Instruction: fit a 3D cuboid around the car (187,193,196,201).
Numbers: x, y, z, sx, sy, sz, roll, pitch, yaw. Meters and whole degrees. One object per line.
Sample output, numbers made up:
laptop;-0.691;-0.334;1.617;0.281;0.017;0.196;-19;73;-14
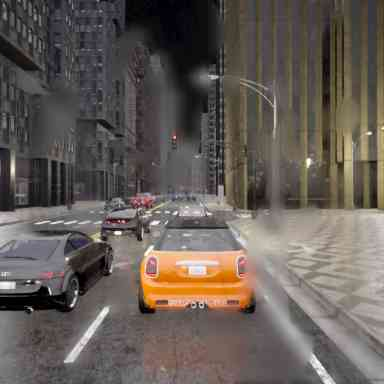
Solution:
car;-0.089;1.337;74.331;1.812;1.442;4.674;0;0;0

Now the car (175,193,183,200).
car;-3.352;1.118;84.332;1.837;1.490;4.892;0;0;0

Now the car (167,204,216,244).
car;0.012;1.479;16.788;2.128;1.511;4.902;0;0;1

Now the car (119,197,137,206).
car;-9.910;1.465;51.863;1.994;1.385;4.181;0;0;-1

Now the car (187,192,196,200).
car;-0.101;0.973;84.305;2.097;1.767;4.553;0;0;0

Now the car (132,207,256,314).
car;0.095;1.349;7.781;2.097;1.767;4.553;0;0;0

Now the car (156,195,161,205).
car;-6.651;1.415;55.458;1.812;1.442;4.674;0;0;0

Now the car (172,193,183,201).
car;-3.339;1.168;74.296;2.097;1.767;4.553;0;0;0

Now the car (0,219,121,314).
car;-3.165;1.561;7.684;1.994;1.385;4.181;0;0;0

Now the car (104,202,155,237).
car;-3.167;1.492;16.581;1.837;1.490;4.892;0;0;0

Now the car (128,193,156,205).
car;-6.625;1.147;44.800;2.150;2.045;5.566;0;0;2

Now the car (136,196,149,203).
car;-9.853;1.448;66.842;1.895;1.301;4.718;0;0;0

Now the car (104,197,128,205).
car;-9.899;1.437;42.685;1.837;1.490;4.892;0;0;0

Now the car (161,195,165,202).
car;-6.588;1.389;68.615;2.033;1.411;5.357;0;0;0
